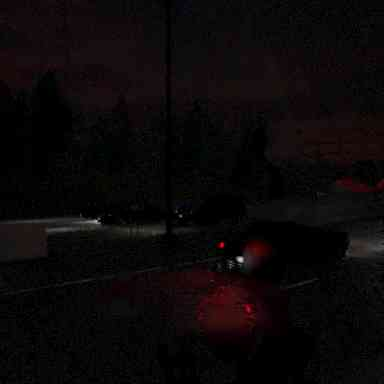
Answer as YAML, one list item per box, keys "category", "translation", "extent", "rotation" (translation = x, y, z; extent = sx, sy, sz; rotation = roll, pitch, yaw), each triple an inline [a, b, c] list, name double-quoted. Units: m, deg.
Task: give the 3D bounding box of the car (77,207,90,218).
- category: "car"
  translation: [-7.516, 1.580, 29.112]
  extent: [4.718, 1.301, 1.895]
  rotation: [0, 0, -38]

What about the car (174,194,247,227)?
- category: "car"
  translation: [1.404, 1.160, 22.784]
  extent: [5.566, 2.045, 2.150]
  rotation: [0, 0, -40]

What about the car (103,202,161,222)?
- category: "car"
  translation: [-4.787, 1.537, 26.813]
  extent: [4.181, 1.385, 1.994]
  rotation: [0, 0, -39]

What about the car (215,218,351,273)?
- category: "car"
  translation: [3.086, 1.570, 10.586]
  extent: [4.718, 1.301, 1.895]
  rotation: [0, 0, -38]

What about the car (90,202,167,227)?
- category: "car"
  translation: [-4.054, 1.468, 22.940]
  extent: [4.902, 1.511, 2.128]
  rotation: [0, 0, -38]
